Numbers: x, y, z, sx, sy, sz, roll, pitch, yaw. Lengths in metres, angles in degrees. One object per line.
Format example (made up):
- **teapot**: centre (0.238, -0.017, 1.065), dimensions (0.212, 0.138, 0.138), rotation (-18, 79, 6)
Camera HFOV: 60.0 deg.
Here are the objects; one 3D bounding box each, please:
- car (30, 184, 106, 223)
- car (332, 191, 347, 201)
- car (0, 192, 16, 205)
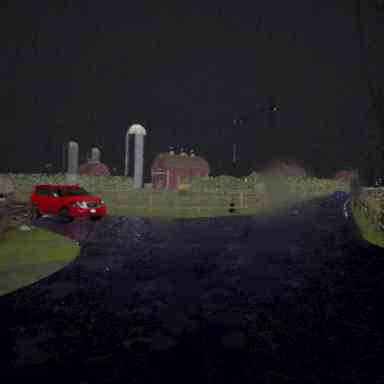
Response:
- **car**: centre (-7.411, 0.591, 19.468), dimensions (5.566, 2.045, 2.150), rotation (2, 1, 39)
- **car**: centre (22.699, 0.545, 51.321), dimensions (1.882, 1.535, 5.008), rotation (2, 2, 27)
- **car**: centre (-17.002, 0.497, 29.257), dimensions (2.128, 1.511, 4.902), rotation (1, 1, -42)
